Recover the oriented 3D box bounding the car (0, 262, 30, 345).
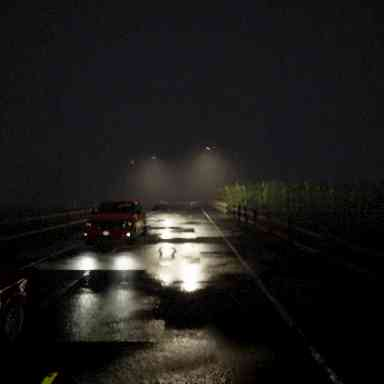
[{"bbox_3d":[-3.583,1.571,3.791,1.812,1.442,4.674,0,-1,-1],"label":"car"}]

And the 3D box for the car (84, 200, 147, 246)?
[{"bbox_3d":[-3.602,1.409,16.704,2.150,2.045,5.566,0,-1,0],"label":"car"}]

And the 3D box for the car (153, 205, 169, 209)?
[{"bbox_3d":[-3.543,1.685,38.651,1.895,1.301,4.718,0,-1,0],"label":"car"}]
